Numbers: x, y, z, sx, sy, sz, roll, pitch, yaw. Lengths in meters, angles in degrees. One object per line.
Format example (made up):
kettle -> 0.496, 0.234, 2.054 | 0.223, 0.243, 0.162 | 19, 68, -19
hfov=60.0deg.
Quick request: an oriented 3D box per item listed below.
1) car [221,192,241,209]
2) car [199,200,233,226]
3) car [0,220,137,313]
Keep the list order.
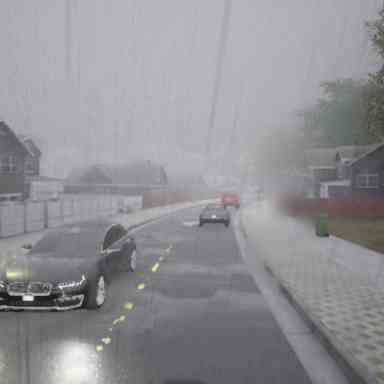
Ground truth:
car -> 4.988, 1.063, 42.504 | 2.150, 2.045, 5.566 | 1, 1, 13
car -> 1.632, 1.511, 23.026 | 1.994, 1.385, 4.181 | 0, 0, 7
car -> -2.576, 1.485, 7.879 | 1.837, 1.490, 4.892 | 0, 0, 3
